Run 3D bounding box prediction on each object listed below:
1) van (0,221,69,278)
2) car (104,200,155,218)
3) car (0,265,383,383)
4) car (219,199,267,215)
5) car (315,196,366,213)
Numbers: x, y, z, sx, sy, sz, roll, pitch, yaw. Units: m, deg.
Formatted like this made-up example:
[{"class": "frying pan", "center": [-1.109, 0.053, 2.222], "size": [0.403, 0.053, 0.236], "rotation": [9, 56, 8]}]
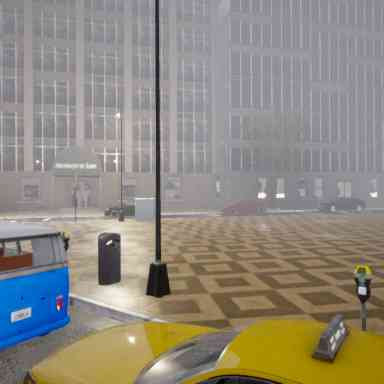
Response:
[{"class": "van", "center": [-3.705, 1.343, 5.358], "size": [3.998, 1.788, 1.690], "rotation": [0, 0, 35]}, {"class": "car", "center": [-5.144, 1.396, 27.485], "size": [4.181, 1.385, 1.994], "rotation": [0, 0, -14]}, {"class": "car", "center": [0.667, 1.525, 2.250], "size": [4.829, 1.417, 1.752], "rotation": [0, 0, 35]}, {"class": "car", "center": [4.569, 1.320, 29.911], "size": [4.181, 1.385, 1.994], "rotation": [0, 0, -14]}, {"class": "car", "center": [14.428, 1.191, 32.355], "size": [4.892, 1.490, 1.837], "rotation": [0, 0, -14]}]
